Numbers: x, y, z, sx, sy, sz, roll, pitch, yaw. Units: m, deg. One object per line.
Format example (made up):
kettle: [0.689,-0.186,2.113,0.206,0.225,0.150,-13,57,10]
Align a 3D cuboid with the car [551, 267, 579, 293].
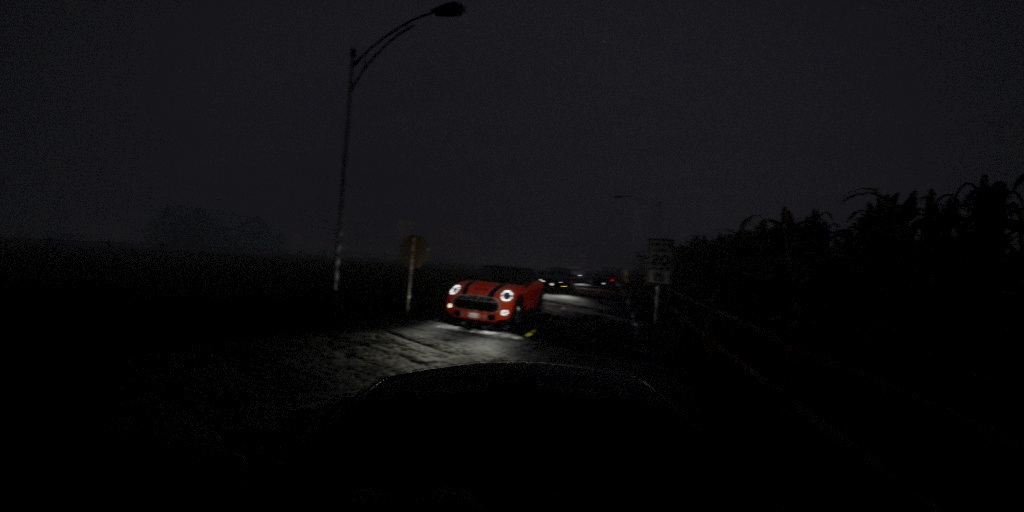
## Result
car: [3.012,1.495,23.451,1.837,1.490,4.892,5,0,15]

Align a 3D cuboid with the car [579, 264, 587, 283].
car: [6.084,1.774,35.192,1.812,1.442,4.674,5,0,14]

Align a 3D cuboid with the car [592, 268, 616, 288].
car: [8.116,2.008,31.614,1.895,1.301,4.718,5,0,14]

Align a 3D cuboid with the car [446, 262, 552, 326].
car: [-0.324,1.069,11.838,2.097,1.767,4.553,4,0,17]
